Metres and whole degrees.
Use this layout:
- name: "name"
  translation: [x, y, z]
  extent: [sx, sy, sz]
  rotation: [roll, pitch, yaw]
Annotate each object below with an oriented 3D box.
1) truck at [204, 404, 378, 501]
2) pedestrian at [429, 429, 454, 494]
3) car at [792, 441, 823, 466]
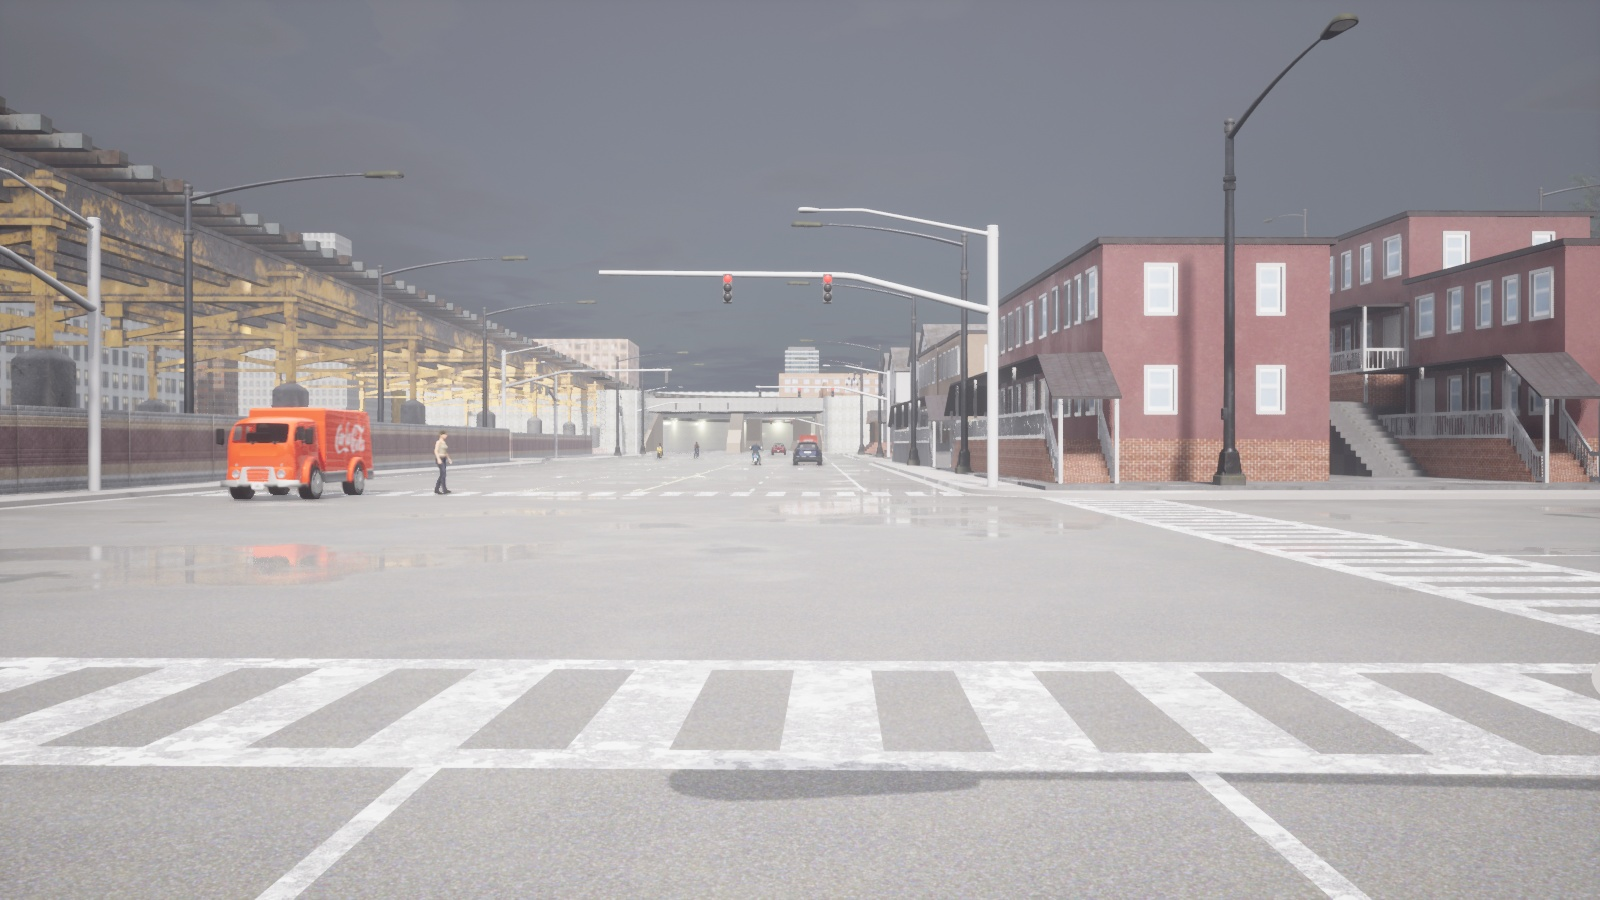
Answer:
- name: "truck"
  translation: [-13.781, 0.055, 34.453]
  extent: [2.627, 2.467, 5.204]
  rotation: [0, 0, 0]
- name: "pedestrian"
  translation: [-10.184, 0.322, 35.665]
  extent: [0.594, 1.836, 0.345]
  rotation: [0, 0, 10]
- name: "car"
  translation: [0.515, 0.201, 84.301]
  extent: [2.033, 1.649, 4.856]
  rotation: [0, 0, 0]
